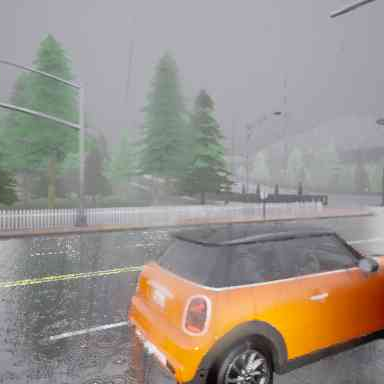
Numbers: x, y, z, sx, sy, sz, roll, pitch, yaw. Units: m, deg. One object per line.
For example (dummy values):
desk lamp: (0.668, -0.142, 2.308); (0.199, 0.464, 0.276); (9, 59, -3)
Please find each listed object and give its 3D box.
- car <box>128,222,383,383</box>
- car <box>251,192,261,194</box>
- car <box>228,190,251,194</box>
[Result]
car: (1.458, 1.260, 4.990); (4.553, 1.767, 2.097); (-1, 1, -29)
car: (11.486, 0.661, 58.121); (1.895, 1.301, 4.718); (0, 4, -31)
car: (7.465, 0.445, 58.035); (1.837, 1.490, 4.892); (0, 4, -31)
